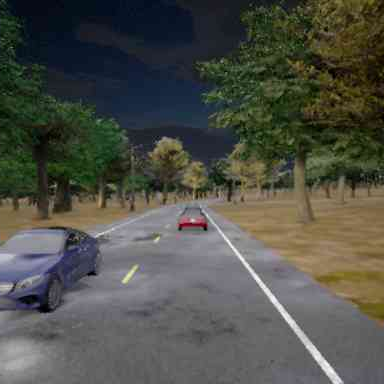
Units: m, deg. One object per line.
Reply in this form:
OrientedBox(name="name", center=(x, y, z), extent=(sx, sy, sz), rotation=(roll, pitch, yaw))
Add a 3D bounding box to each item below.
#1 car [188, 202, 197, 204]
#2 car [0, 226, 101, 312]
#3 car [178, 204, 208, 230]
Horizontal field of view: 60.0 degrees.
OrientedBox(name="car", center=(0.081, 2.107, 46.281), extent=(1.994, 1.385, 4.181), rotation=(0, -1, 0))
OrientedBox(name="car", center=(-3.535, 1.596, 7.984), extent=(1.812, 1.442, 4.674), rotation=(0, -1, 1))
OrientedBox(name="car", center=(0.060, 1.790, 23.179), extent=(1.994, 1.385, 4.181), rotation=(0, -1, 0))
